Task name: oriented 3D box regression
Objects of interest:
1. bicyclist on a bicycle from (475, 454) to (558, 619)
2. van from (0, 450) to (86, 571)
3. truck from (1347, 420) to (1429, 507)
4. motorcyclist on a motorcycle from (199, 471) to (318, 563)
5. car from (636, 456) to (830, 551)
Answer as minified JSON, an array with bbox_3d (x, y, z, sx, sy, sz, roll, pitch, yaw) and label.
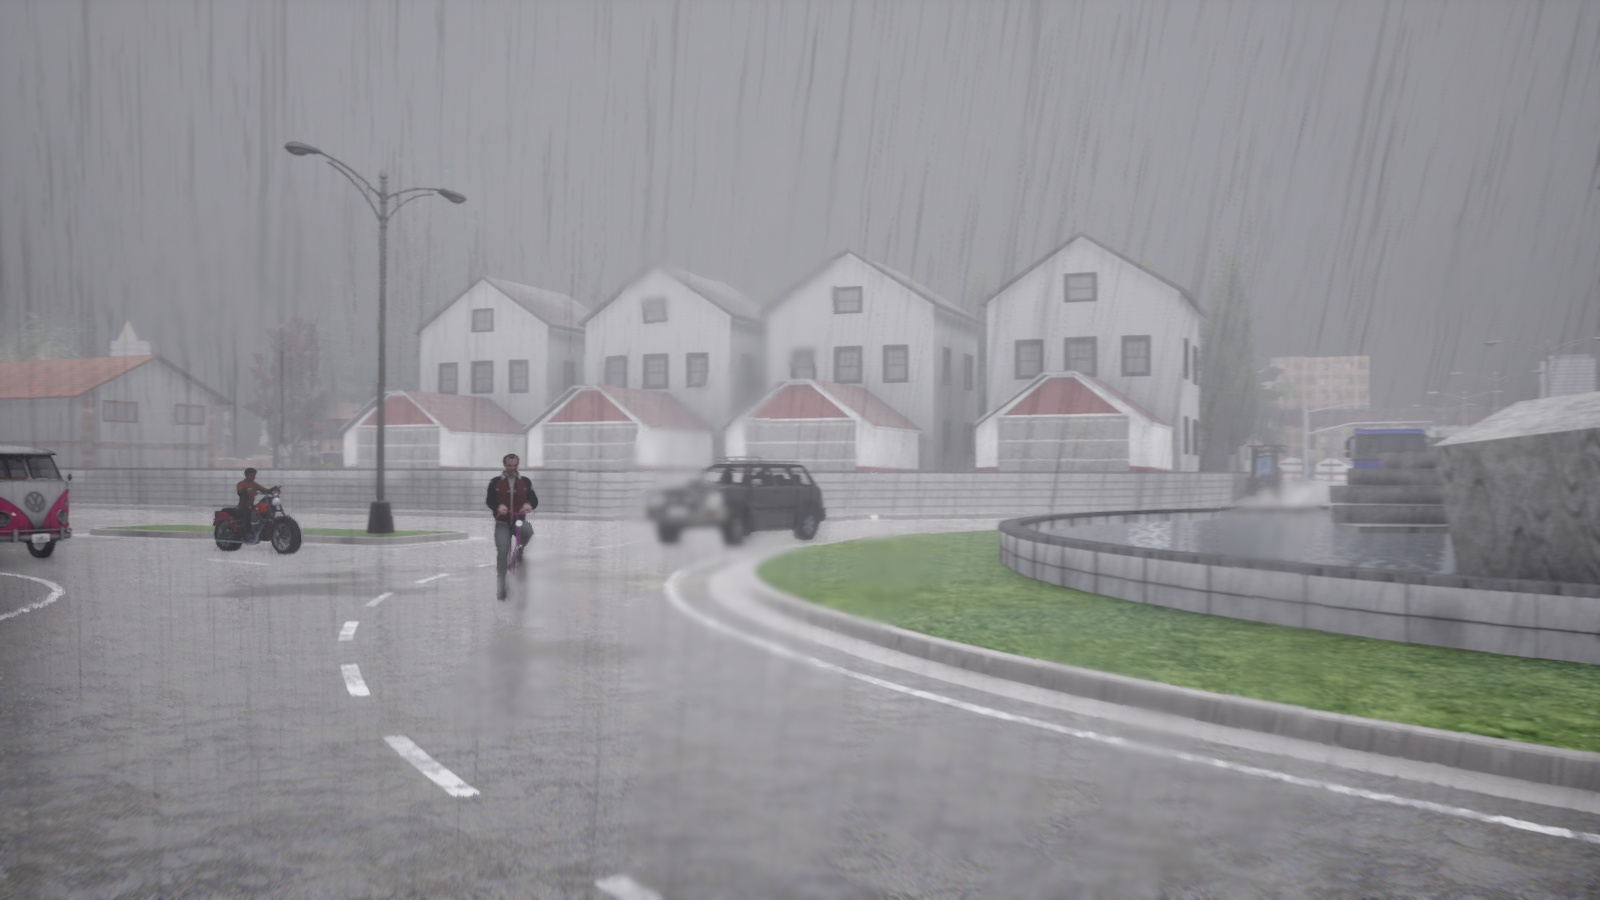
[{"bbox_3d":[-3.290,0.947,14.449,0.659,1.776,1.843,0,-1,-21],"label":"bicyclist on a bicycle"},{"bbox_3d":[-14.869,1.025,22.089,4.442,1.987,1.775,-1,-1,25],"label":"van"},{"bbox_3d":[25.345,0.591,53.930,2.891,3.462,7.936,-1,-1,27],"label":"truck"},{"bbox_3d":[-10.168,1.220,23.563,2.350,1.649,0.766,-1,-1,29],"label":"motorcyclist on a motorcycle"},{"bbox_3d":[-1.331,1.093,27.051,1.932,1.855,4.605,-1,-1,31],"label":"car"}]
